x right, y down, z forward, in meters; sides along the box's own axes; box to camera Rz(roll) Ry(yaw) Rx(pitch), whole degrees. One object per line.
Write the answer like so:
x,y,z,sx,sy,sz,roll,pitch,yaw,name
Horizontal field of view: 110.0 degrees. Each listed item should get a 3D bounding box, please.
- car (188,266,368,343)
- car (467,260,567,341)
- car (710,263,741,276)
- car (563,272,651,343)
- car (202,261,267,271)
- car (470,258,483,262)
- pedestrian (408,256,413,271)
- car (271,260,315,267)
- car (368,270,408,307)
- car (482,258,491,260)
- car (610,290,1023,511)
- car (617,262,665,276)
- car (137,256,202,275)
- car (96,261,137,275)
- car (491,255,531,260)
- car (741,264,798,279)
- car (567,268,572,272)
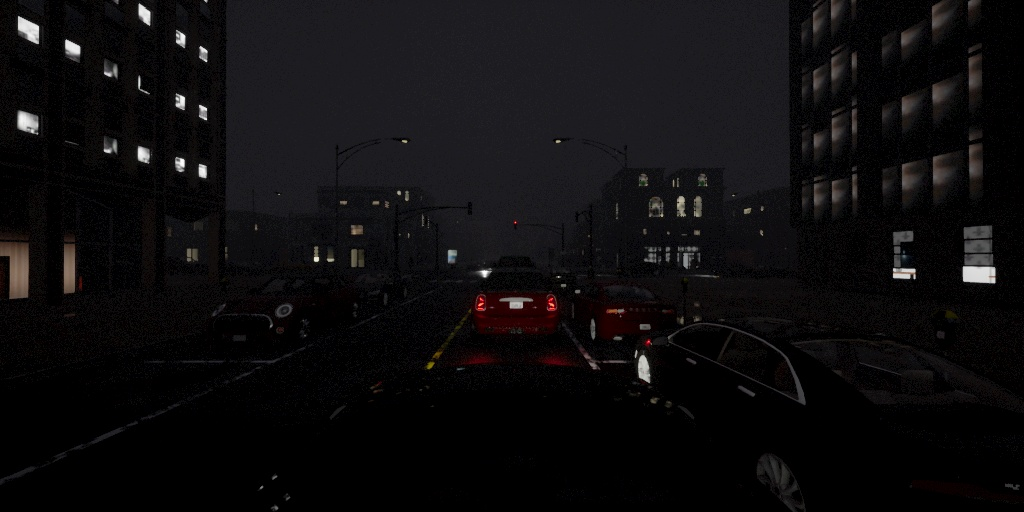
-5.695,1.190,9.483,1.967,1.591,4.097,0,0,0,car
0.094,1.103,10.016,2.097,1.767,4.553,0,0,0,car
23.610,1.446,38.303,4.181,1.385,1.994,0,0,2,car
2.686,1.296,9.471,1.888,1.381,4.507,0,0,0,car
-25.434,1.177,33.242,4.403,1.370,2.007,0,0,1,car
-5.721,1.338,53.254,1.802,1.307,4.207,0,0,0,car
-12.577,0.885,44.383,0.375,1.860,0.375,0,-1,1,pedestrian
-25.478,1.198,41.624,4.829,1.417,1.751,0,0,1,car
-5.698,1.302,15.176,2.007,1.370,4.403,0,0,0,car
-3.103,1.357,52.111,1.895,1.301,4.718,0,0,-1,car
2.689,1.301,3.779,2.007,1.370,4.403,0,0,0,car
13.763,1.339,38.448,4.892,1.490,1.837,0,0,1,car
-30.971,0.918,33.324,5.009,1.841,2.192,0,0,1,car
-36.507,1.131,33.406,4.403,1.370,2.007,0,0,1,car
0.109,0.973,20.169,2.150,2.045,5.566,0,0,-1,car
23.624,1.433,32.481,4.207,1.307,1.802,0,0,1,car
2.679,1.302,20.855,2.007,1.370,4.403,0,0,0,car
